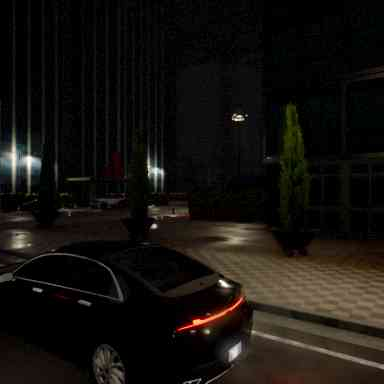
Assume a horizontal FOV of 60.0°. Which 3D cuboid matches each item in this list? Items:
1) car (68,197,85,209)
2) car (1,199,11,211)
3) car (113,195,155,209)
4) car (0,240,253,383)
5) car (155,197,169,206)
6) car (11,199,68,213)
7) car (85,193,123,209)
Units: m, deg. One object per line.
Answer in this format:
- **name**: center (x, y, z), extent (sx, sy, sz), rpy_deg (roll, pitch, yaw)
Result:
- **car**: center (-15.381, 1.505, 45.966), extent (1.837, 1.490, 4.892), rpy_deg (0, 0, 35)
- **car**: center (-21.028, 1.547, 37.921), extent (2.033, 1.411, 5.357), rpy_deg (0, 0, 35)
- **car**: center (-7.647, 1.477, 44.455), extent (1.882, 1.535, 5.008), rpy_deg (0, 0, 35)
- **car**: center (-1.496, 1.505, 5.070), extent (4.892, 1.490, 1.837), rpy_deg (0, 0, 36)
- **car**: center (-5.562, 1.564, 53.835), extent (1.994, 1.385, 4.181), rpy_deg (0, 0, 35)
- **car**: center (-17.080, 1.491, 37.459), extent (2.128, 1.511, 4.902), rpy_deg (0, 0, 35)
- **car**: center (-11.363, 1.221, 45.597), extent (2.150, 2.045, 5.566), rpy_deg (0, 0, 35)
